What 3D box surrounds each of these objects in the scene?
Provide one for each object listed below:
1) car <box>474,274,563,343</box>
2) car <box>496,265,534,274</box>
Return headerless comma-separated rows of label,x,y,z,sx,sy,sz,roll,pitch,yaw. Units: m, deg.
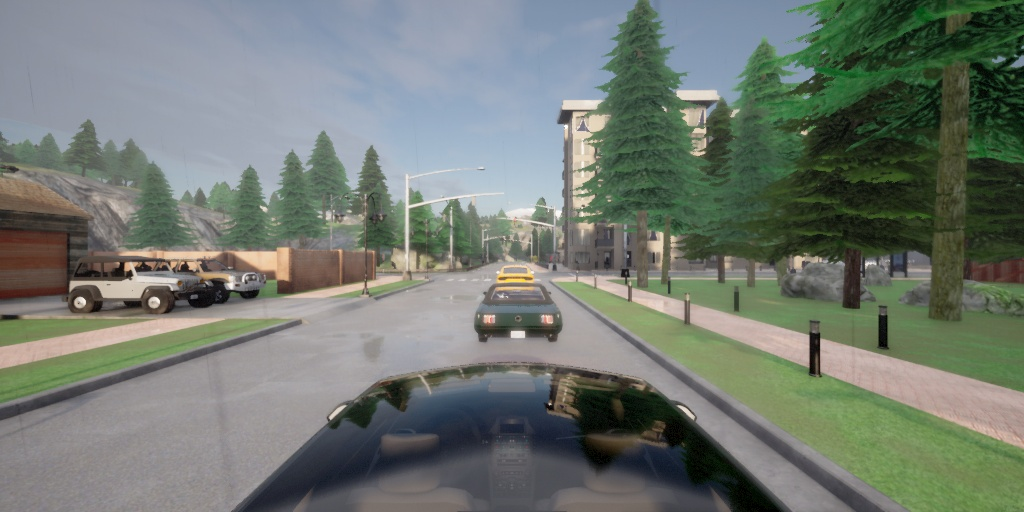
car,0.145,1.350,9.700,1.895,1.301,4.718,0,0,0
car,0.174,1.226,19.040,1.882,1.535,5.008,0,0,0
